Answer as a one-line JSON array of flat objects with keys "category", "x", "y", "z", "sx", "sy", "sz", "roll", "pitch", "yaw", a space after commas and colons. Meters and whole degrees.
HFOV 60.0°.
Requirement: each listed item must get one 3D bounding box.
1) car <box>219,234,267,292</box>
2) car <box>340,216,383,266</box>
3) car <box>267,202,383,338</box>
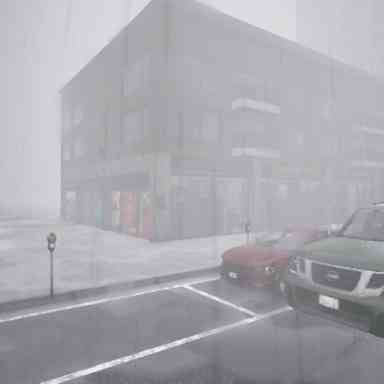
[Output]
[{"category": "car", "x": 2.712, "y": 1.544, "z": 8.462, "sx": 4.507, "sy": 1.381, "sz": 1.887, "roll": 0, "pitch": 0, "yaw": -35}, {"category": "car", "x": 7.212, "y": 1.581, "z": 11.666, "sx": 4.206, "sy": 1.307, "sz": 1.802, "roll": 0, "pitch": 0, "yaw": -35}, {"category": "car", "x": 4.211, "y": 1.221, "z": 6.377, "sx": 5.566, "sy": 2.045, "sz": 2.150, "roll": 0, "pitch": 0, "yaw": -35}]
